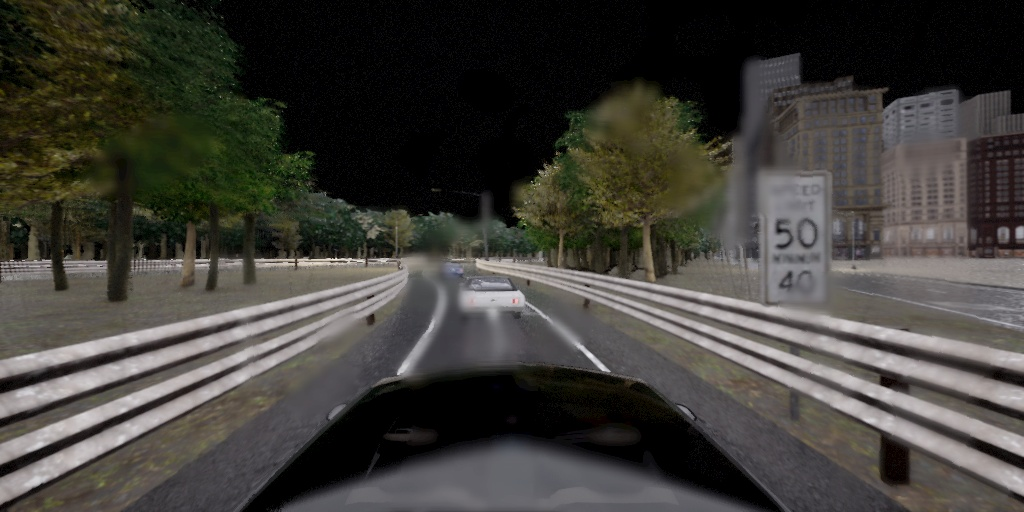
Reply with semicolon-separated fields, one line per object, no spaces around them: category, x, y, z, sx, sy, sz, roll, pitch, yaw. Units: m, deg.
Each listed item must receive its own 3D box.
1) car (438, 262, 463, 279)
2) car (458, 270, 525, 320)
car;-5.430;1.237;31.655;2.033;1.411;5.357;0;0;-17
car;-0.810;1.344;12.525;1.895;1.301;4.718;0;0;-7
